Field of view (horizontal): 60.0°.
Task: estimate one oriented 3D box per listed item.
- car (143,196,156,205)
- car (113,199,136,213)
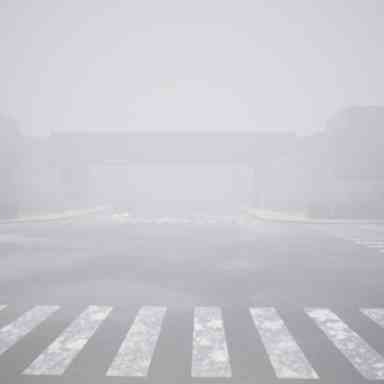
[{"bbox_3d":[-7.537,1.511,58.915,1.837,1.490,4.892,0,-1,0],"label":"car"},{"bbox_3d":[-7.580,1.501,37.425,2.128,1.511,4.902,0,0,0],"label":"car"}]
